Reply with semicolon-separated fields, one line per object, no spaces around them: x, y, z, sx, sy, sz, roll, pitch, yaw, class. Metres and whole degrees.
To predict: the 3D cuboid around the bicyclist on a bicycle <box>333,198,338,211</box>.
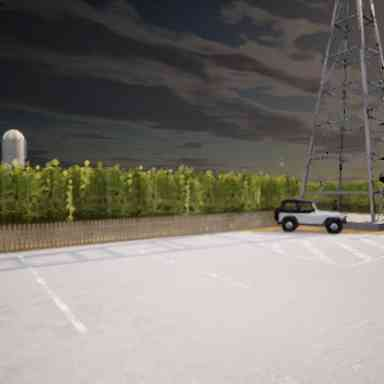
17.183;1.564;39.558;1.656;1.620;0.582;2;-1;-36;bicyclist on a bicycle

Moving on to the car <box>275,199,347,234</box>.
6.705;1.324;18.966;3.866;1.878;1.905;0;0;23;car
